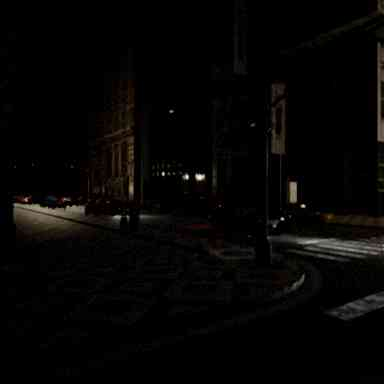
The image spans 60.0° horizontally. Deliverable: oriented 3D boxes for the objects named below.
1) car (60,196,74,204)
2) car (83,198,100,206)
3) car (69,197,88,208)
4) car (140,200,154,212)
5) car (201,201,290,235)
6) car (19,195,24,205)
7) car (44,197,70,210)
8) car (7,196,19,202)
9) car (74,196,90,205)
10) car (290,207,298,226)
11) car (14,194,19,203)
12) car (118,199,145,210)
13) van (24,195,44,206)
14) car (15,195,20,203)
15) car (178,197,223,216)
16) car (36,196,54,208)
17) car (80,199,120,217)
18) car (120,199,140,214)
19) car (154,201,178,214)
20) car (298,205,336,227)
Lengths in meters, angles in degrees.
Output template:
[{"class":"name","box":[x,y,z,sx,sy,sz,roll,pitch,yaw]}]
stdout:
[{"class":"car","box":[-27.792,1.707,73.657,1.967,1.590,4.097,0,0,-35]},{"class":"car","box":[-18.124,1.799,59.913,1.802,1.307,4.206,0,0,-35]},{"class":"car","box":[-17.126,1.514,48.485,1.994,1.385,4.181,0,0,-35]},{"class":"car","box":[-5.330,1.679,41.725,1.752,1.417,4.829,0,0,-35]},{"class":"car","box":[2.998,1.549,19.704,2.128,1.511,4.902,0,0,-35]},{"class":"car","box":[-31.436,1.727,64.020,1.752,1.417,4.829,0,0,-35]},{"class":"car","box":[-18.641,1.718,45.831,1.802,1.307,4.206,0,0,-35]},{"class":"car","box":[-44.426,1.712,82.486,1.967,1.590,4.097,0,0,-35]},{"class":"car","box":[-21.346,1.673,64.494,1.967,1.590,4.097,0,0,-35]},{"class":"car","box":[4.799,1.664,22.435,1.994,1.385,4.181,1,-1,-23]},{"class":"car","box":[-37.980,1.551,73.323,2.192,1.841,5.009,0,0,-35]},{"class":"car","box":[-8.455,1.719,46.168,2.008,1.369,4.403,0,0,-35]},{"class":"van","box":[-28.310,1.527,59.577,1.690,1.788,3.998,0,0,-35]},{"class":"car","box":[-34.756,1.801,68.740,1.802,1.307,4.206,0,0,-35]},{"class":"car","box":[1.215,1.437,32.423,2.192,1.841,5.009,0,0,-35]},{"class":"car","box":[-21.864,1.734,50.412,1.802,1.307,4.206,0,0,-35]},{"class":"car","box":[-8.971,1.634,32.085,1.887,1.381,4.507,0,0,-35]},{"class":"car","box":[-7.671,1.613,34.879,1.837,1.490,4.892,0,0,-35]},{"class":"car","box":[-2.009,1.682,37.004,1.887,1.381,4.507,0,0,-35]},{"class":"car","box":[7.563,1.618,23.398,1.752,1.417,4.829,0,0,-35]}]
